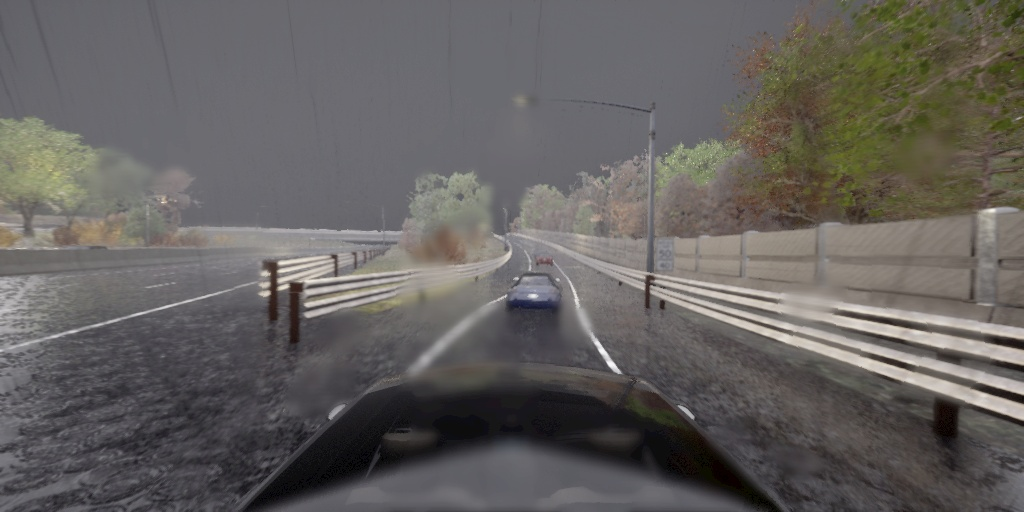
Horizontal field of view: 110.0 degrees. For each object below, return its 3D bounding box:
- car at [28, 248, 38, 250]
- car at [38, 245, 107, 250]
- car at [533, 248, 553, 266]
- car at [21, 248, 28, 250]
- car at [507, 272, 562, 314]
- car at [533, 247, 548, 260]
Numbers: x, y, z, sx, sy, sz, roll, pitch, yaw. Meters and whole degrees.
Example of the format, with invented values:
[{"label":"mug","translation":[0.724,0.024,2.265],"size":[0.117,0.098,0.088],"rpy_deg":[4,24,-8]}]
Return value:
[{"label":"car","translation":[-41.567,-0.099,33.800],"size":[2.128,1.511,4.902],"rpy_deg":[0,1,-18]},{"label":"car","translation":[-36.892,-0.137,30.771],"size":[2.097,1.767,4.553],"rpy_deg":[0,1,-18]},{"label":"car","translation":[4.096,0.275,46.111],"size":[2.097,1.767,4.553],"rpy_deg":[1,3,2]},{"label":"car","translation":[-45.256,-0.063,33.853],"size":[1.994,1.385,4.181],"rpy_deg":[0,1,-18]},{"label":"car","translation":[0.981,1.340,14.199],"size":[1.994,1.385,4.181],"rpy_deg":[1,0,7]},{"label":"car","translation":[4.453,-0.416,56.376],"size":[2.097,1.767,4.553],"rpy_deg":[1,4,0]}]
